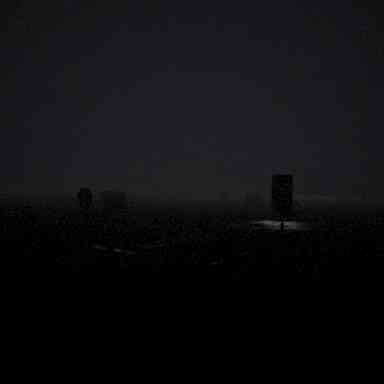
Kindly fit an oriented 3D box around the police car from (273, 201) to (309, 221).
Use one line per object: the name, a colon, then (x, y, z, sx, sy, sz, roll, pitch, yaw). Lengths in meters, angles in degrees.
police car: (8.683, 1.599, 29.126, 1.930, 1.638, 5.238, 1, 0, 35)
